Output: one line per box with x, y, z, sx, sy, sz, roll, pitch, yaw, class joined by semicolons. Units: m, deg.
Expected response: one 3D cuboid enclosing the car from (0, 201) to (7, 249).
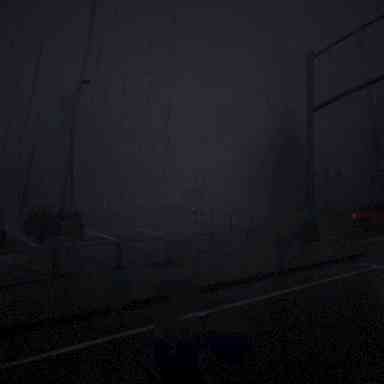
-8.921;1.331;13.398;2.152;1.636;5.027;0;0;-36;car

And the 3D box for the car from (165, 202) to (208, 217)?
-0.594;1.601;31.149;1.895;1.301;4.718;0;0;-36;car

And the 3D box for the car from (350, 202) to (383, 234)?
10.992;1.351;17.581;4.553;1.767;2.097;0;0;39;car

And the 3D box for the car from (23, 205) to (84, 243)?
-6.410;1.340;15.279;2.007;1.523;4.514;0;0;-36;car

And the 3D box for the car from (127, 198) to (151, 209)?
-7.436;1.526;46.638;1.812;1.442;4.674;0;0;-36;car

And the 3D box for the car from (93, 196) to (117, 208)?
-12.420;1.359;47.330;2.097;1.767;4.553;0;0;-36;car
